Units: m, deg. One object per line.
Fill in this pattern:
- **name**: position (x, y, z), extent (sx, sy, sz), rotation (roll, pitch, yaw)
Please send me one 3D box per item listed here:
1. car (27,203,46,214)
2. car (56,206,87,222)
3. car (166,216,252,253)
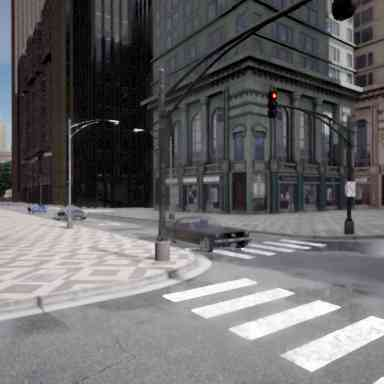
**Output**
- **car**: position (-22.342, 2.395, 47.818), extent (1.882, 1.535, 5.008), rotation (0, -1, -35)
- **car**: position (-12.144, 2.120, 33.260), extent (2.033, 1.411, 5.357), rotation (0, -1, -35)
- **car**: position (0.501, 1.786, 14.847), extent (1.895, 1.301, 4.718), rotation (0, -1, -31)
